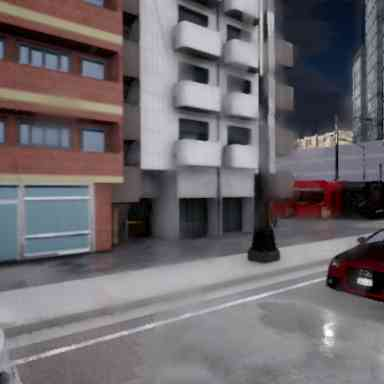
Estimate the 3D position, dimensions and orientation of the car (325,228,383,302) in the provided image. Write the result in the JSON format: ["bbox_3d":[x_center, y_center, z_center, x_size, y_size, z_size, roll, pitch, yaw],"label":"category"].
[{"bbox_3d":[4.895,1.519,7.523,4.181,1.385,1.994,0,0,-36],"label":"car"}]

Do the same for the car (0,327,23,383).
[{"bbox_3d":[-3.405,1.542,1.546,4.674,1.442,1.812,0,0,-36],"label":"car"}]
